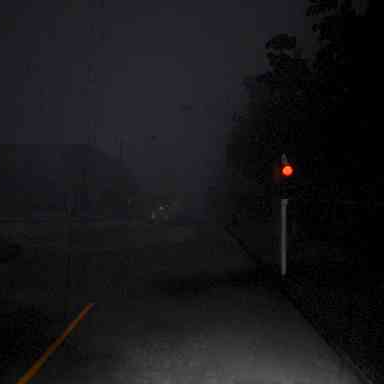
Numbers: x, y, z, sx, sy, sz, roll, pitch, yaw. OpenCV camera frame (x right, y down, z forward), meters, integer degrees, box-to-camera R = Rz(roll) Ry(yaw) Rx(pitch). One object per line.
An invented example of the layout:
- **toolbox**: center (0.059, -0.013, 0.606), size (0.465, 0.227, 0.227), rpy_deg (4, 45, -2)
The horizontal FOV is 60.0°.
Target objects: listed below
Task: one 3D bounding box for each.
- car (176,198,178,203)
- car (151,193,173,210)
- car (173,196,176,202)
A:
- **car**: center (-3.955, 1.526, 68.385), size (1.812, 1.442, 4.674), rpy_deg (0, 0, 0)
- **car**: center (-4.065, 1.221, 43.928), size (2.150, 2.045, 5.566), rpy_deg (0, 0, 0)
- **car**: center (-4.048, 1.505, 53.846), size (1.837, 1.490, 4.892), rpy_deg (0, 0, 0)
